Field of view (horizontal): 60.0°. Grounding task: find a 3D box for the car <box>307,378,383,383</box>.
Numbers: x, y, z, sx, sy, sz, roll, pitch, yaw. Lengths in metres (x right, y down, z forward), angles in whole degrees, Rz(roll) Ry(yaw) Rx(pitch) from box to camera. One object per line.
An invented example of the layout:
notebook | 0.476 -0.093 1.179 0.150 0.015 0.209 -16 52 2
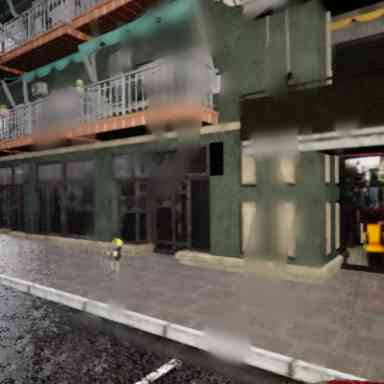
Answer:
car | 2.196 1.577 1.160 4.206 1.307 1.802 0 -1 36
